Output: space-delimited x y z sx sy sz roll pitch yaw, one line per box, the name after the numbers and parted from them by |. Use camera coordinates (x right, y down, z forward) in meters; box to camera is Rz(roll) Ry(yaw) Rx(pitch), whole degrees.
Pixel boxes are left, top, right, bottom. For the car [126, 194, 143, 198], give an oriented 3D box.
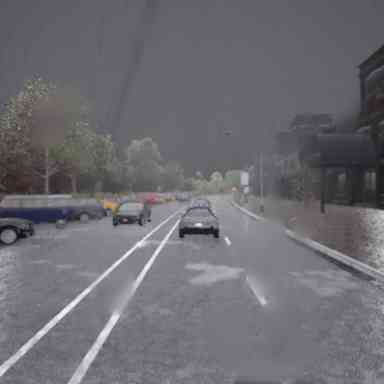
-8.440 1.343 37.686 4.892 1.521 2.231 -1 0 -17 | car

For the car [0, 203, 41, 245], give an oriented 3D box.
-9.321 1.427 13.935 5.008 1.535 2.097 -1 0 -19 | car

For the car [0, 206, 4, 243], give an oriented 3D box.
-9.362 1.441 10.957 5.008 1.535 2.097 -1 1 -19 | car

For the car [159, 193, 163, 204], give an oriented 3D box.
-7.494 1.358 52.508 4.674 1.452 2.002 -1 0 -16 | car

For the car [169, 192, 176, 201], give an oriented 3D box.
-6.254 1.353 67.268 4.674 1.452 2.002 -1 0 -15 | car

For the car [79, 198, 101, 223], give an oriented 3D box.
-9.079 1.389 22.844 5.008 1.535 2.097 -1 0 -18 | car

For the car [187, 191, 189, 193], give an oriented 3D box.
-4.044 1.263 87.950 4.892 1.521 2.231 -1 0 -13 | car

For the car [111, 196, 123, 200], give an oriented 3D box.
-8.844 1.367 28.777 5.008 1.535 2.097 -1 0 -18 | car

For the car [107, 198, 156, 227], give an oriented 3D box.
-3.849 1.380 22.057 1.882 1.535 5.008 0 0 2 | car

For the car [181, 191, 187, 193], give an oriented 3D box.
-4.362 1.148 85.003 4.553 1.767 2.185 -1 0 -13 | car

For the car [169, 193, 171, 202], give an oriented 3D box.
-6.785 1.354 61.390 4.674 1.452 2.002 -1 0 -15 | car

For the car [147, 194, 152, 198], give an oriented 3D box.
-8.094 1.370 43.618 4.674 1.452 2.002 -1 0 -17 | car

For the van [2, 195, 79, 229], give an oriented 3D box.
-9.276 1.177 19.827 4.442 1.987 1.878 -1 1 -18 | van

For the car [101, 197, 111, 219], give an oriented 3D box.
-8.935 1.252 25.813 4.553 1.767 2.185 -1 0 -18 | car

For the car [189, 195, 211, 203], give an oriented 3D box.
1.067 1.400 35.811 2.033 1.411 5.357 0 0 3 | car

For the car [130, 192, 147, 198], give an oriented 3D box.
-8.236 1.209 40.653 4.553 1.767 2.185 -1 0 -17 | car

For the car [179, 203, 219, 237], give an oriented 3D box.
0.369 1.486 17.429 1.994 1.385 4.181 0 0 1 | car

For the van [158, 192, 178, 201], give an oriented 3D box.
-5.496 1.077 76.105 4.442 1.987 1.878 -1 0 -14 | van

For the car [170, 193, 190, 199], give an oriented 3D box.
-3.483 1.232 93.804 5.366 1.575 1.946 -1 1 -13 | car

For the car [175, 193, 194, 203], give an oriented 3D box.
-1.378 1.368 62.562 2.033 1.411 5.357 0 0 5 | car

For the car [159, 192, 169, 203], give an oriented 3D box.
-7.090 1.310 55.521 5.366 1.575 1.946 -1 0 -16 | car

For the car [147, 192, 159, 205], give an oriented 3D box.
-7.934 1.074 46.568 5.566 2.045 2.435 -1 0 -17 | car

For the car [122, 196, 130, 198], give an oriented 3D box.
-8.692 1.387 31.756 4.792 1.488 2.163 -1 0 -18 | car

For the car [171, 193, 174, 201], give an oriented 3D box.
-6.507 1.354 64.331 4.674 1.452 2.002 0 -1 -15 | car

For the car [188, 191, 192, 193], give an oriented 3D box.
-3.493 1.242 90.942 5.366 1.575 1.946 -1 0 -13 | car
